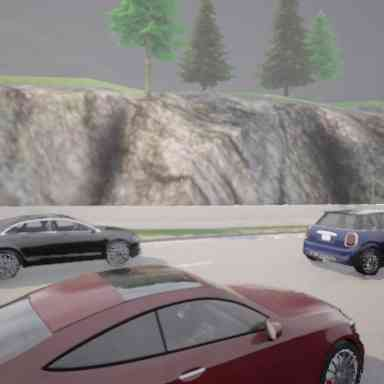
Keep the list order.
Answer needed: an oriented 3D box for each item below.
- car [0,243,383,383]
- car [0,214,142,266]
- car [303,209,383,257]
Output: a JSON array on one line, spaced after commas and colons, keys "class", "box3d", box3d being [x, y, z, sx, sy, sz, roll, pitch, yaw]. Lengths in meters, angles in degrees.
[{"class": "car", "box3d": [-0.245, 1.493, 3.300, 4.674, 1.442, 1.812, 0, 0, -33]}, {"class": "car", "box3d": [-3.834, 1.382, 9.514, 4.902, 1.511, 2.128, 0, 0, -33]}, {"class": "car", "box3d": [5.714, 1.302, 10.158, 4.553, 1.767, 2.097, 0, 1, -23]}]
